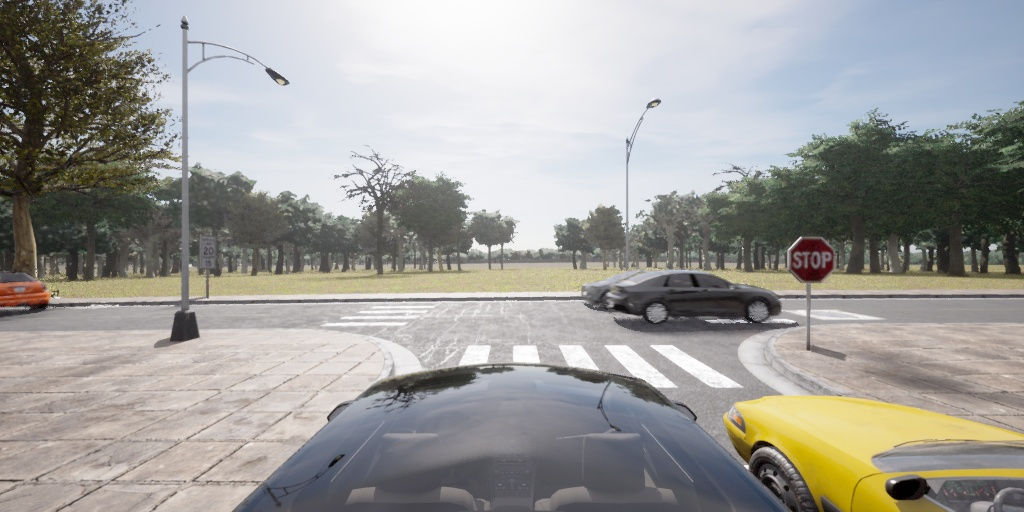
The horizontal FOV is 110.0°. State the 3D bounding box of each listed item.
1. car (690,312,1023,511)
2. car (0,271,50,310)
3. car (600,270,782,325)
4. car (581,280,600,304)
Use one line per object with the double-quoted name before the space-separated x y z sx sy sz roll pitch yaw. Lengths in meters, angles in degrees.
"car" 2.634 1.275 1.081 1.751 1.417 4.829 0 0 0
"car" -21.597 1.397 14.210 4.553 1.767 2.097 -1 0 0
"car" 5.478 1.188 11.018 4.892 1.490 1.837 -1 0 0
"car" 4.827 1.240 13.980 4.181 1.385 1.994 -1 0 0
